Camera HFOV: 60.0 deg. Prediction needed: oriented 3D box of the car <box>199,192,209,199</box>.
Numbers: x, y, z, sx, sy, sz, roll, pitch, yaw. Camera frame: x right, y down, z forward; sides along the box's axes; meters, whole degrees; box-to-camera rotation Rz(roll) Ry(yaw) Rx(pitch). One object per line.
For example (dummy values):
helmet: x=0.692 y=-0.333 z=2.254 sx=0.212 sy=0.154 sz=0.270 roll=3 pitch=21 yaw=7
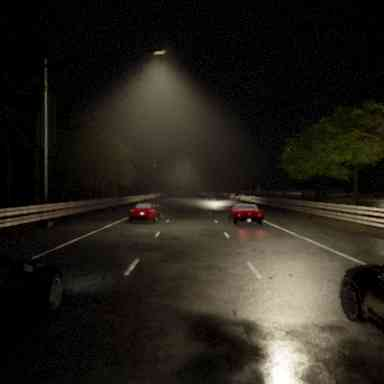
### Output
car: x=3.464 y=1.011 z=86.062 sx=1.837 sy=1.490 sz=4.892 roll=0 pitch=0 yaw=0

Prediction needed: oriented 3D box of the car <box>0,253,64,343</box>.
car: x=-3.403 y=1.502 z=4.585 sx=1.812 sy=1.442 sz=4.674 roll=0 pitch=0 yaw=0

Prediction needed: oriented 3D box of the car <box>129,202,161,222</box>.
car: x=-3.412 y=1.429 z=24.753 sx=1.994 sy=1.385 sz=4.181 roll=0 pitch=0 yaw=0

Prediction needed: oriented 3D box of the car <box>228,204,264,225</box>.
car: x=3.589 y=1.476 z=23.101 sx=1.895 sy=1.301 sz=4.718 roll=0 pitch=0 yaw=0

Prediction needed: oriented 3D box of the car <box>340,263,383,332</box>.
car: x=3.597 y=1.504 z=4.143 sx=1.812 sy=1.442 sz=4.674 roll=0 pitch=0 yaw=0
